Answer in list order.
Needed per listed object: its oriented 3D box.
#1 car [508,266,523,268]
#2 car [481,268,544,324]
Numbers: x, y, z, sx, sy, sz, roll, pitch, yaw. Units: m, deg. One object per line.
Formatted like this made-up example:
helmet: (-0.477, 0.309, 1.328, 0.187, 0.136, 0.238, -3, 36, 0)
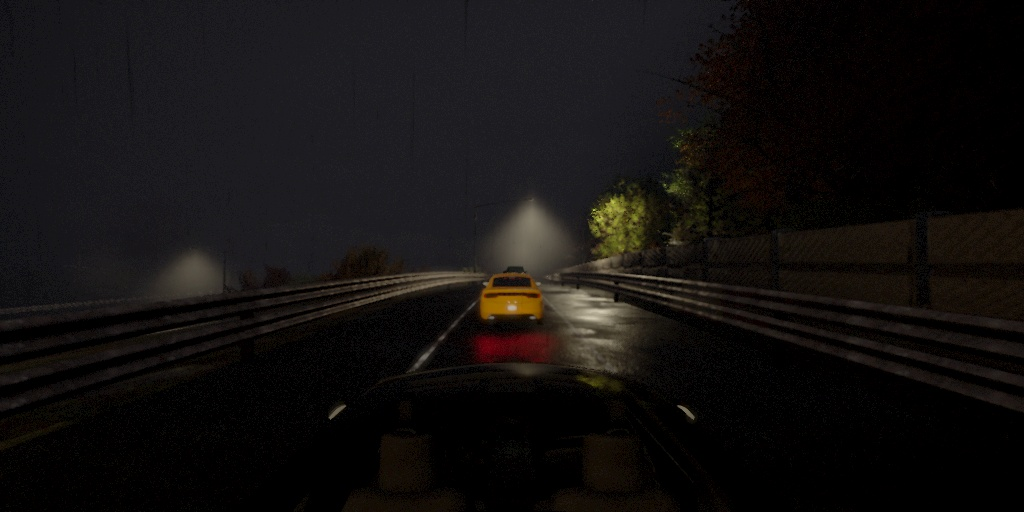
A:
car: (0.411, 2.122, 37.285, 2.150, 2.045, 5.566, 0, -3, 2)
car: (0.005, 1.334, 12.471, 1.882, 1.535, 5.008, 0, -1, 0)
